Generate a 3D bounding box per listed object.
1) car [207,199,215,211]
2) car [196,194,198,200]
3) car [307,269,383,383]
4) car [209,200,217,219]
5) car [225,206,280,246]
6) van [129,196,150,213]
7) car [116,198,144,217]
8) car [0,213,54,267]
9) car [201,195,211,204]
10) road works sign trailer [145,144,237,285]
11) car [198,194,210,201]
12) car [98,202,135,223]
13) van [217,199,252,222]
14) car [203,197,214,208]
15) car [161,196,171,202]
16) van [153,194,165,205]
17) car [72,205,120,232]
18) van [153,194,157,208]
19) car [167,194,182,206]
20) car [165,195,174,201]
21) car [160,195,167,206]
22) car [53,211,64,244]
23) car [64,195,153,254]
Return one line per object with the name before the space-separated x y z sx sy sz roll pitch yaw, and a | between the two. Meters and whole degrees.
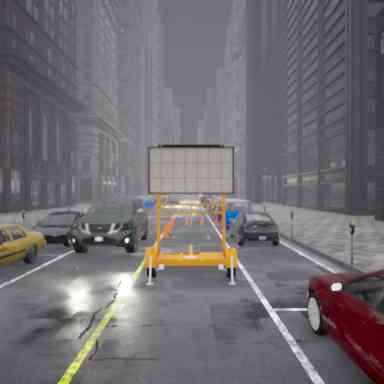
car | 2.687 1.580 31.985 1.802 1.307 4.206 0 0 0
car | 2.568 1.566 82.881 1.752 1.417 4.829 0 0 0
car | 2.753 1.543 3.804 1.887 1.381 4.507 0 0 0
car | 2.700 1.547 26.349 2.008 1.369 4.403 0 0 0
car | 2.727 1.546 15.076 2.008 1.369 4.403 0 0 0
van | -5.851 1.341 37.586 1.690 1.788 3.998 0 0 0
car | -5.838 1.438 31.950 1.967 1.590 4.097 0 0 0
car | -5.785 1.522 9.233 1.752 1.417 4.829 0 0 0
car | 2.648 1.551 48.894 1.887 1.381 4.507 0 0 0
road works sign trailer | -0.021 0.461 9.455 2.380 3.560 2.880 0 0 0
car | 2.621 1.330 60.166 2.192 1.841 5.009 0 0 0
car | -5.825 1.562 26.313 1.947 1.339 4.313 0 0 0
van | 2.713 1.336 20.713 1.690 1.788 3.998 0 0 0
car | 2.674 1.551 37.622 2.008 1.369 4.403 0 0 0
car | -5.943 1.578 77.042 1.887 1.381 4.507 0 0 0
van | -5.904 1.356 60.131 1.690 1.788 3.998 0 0 0
car | -5.811 1.577 20.677 1.802 1.307 4.206 0 0 0
van | -5.865 1.344 43.223 1.690 1.788 3.998 0 0 0
car | -3.210 1.362 55.087 2.097 1.767 4.553 0 0 0
car | -5.969 1.614 88.315 1.947 1.339 4.313 0 0 0
car | -5.891 1.325 54.495 2.192 1.841 5.009 0 0 0
car | -5.798 1.561 15.039 1.947 1.339 4.313 0 0 0
car | -3.133 1.217 13.908 2.150 2.045 5.566 0 0 0
